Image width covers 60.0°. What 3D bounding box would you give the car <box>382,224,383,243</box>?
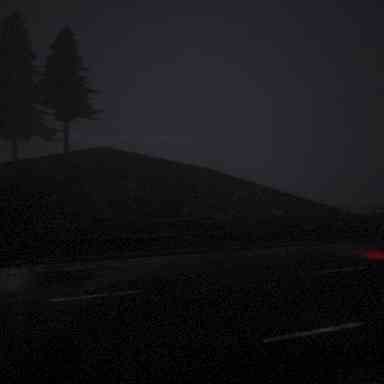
[{"bbox_3d":[10.639,1.689,14.484,5.008,1.535,1.882,0,-1,-21],"label":"car"}]
